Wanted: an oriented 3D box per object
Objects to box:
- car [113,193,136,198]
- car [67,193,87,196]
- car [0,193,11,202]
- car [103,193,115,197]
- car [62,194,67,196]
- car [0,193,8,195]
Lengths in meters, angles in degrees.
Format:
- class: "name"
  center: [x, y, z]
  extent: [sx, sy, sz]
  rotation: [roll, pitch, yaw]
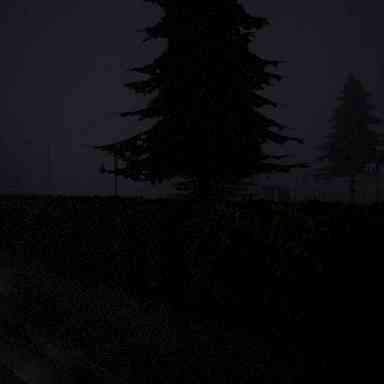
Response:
- class: "car"
  center: [-10.321, 1.388, 54.287]
  extent: [3.806, 1.475, 1.970]
  rotation: [0, 0, -45]
- class: "car"
  center: [-27.188, 1.159, 81.608]
  extent: [5.027, 1.636, 2.152]
  rotation: [0, 0, -45]
- class: "car"
  center: [-41.779, 1.104, 71.651]
  extent: [4.605, 1.855, 1.932]
  rotation: [0, 0, -45]
- class: "car"
  center: [-15.881, 1.102, 70.709]
  extent: [4.605, 1.855, 1.932]
  rotation: [0, 0, -45]
- class: "car"
  center: [-31.921, 1.239, 85.955]
  extent: [3.806, 1.475, 1.970]
  rotation: [0, 0, -45]
- class: "car"
  center: [-23.727, 1.334, 41.298]
  extent: [5.027, 1.636, 2.152]
  rotation: [0, 0, -45]
